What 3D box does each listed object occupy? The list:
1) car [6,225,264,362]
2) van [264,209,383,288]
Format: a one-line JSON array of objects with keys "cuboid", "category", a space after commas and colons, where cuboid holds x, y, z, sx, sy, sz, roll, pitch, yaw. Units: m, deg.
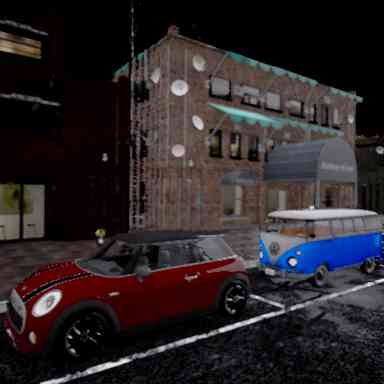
[{"cuboid": [-0.947, 1.451, 5.871, 4.097, 1.590, 1.967, 0, 1, -35], "category": "car"}, {"cuboid": [3.566, 1.377, 9.089, 3.998, 1.788, 1.690, 0, 1, -35], "category": "van"}]
